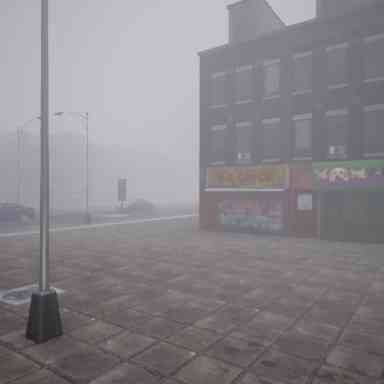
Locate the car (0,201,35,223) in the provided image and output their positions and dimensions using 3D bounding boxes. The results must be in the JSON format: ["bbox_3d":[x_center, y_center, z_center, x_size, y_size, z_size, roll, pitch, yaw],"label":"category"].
[{"bbox_3d":[-13.405,1.432,22.769,1.882,1.535,5.008,0,0,35],"label":"car"}]

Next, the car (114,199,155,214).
[{"bbox_3d":[-5.738,1.431,33.657,1.812,1.442,4.674,0,1,35],"label":"car"}]
